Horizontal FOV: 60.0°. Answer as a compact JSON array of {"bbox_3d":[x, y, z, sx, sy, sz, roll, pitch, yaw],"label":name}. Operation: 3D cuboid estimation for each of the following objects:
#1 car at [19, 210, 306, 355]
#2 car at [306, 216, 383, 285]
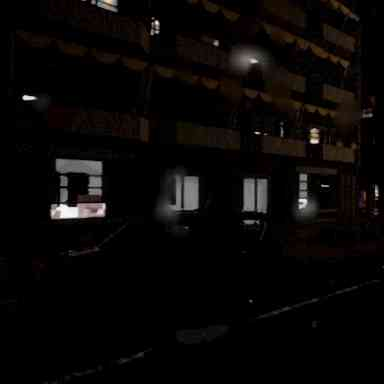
[{"bbox_3d":[-0.389,1.316,6.274,5.009,1.841,2.192,0,0,-36],"label":"car"},{"bbox_3d":[4.105,1.531,9.483,4.829,1.417,1.752,0,0,-36],"label":"car"}]
